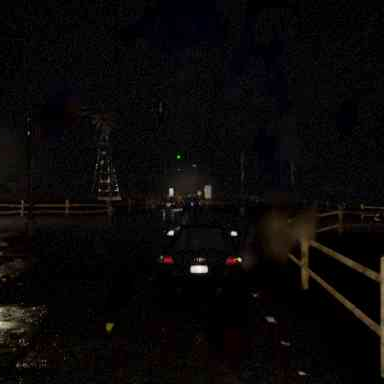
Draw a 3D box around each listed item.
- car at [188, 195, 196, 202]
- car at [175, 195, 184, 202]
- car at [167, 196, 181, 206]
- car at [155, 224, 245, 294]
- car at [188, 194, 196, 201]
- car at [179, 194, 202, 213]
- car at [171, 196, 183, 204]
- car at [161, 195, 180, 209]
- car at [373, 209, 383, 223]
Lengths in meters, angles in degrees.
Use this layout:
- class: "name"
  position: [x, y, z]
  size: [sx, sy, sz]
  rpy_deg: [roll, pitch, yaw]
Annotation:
- class: "car"
  position: [-0.004, 1.473, 73.685]
  size: [1.812, 1.442, 4.674]
  rpy_deg: [0, 0, 0]
- class: "car"
  position: [-2.754, 1.420, 72.801]
  size: [1.882, 1.535, 5.008]
  rpy_deg: [0, 0, 0]
- class: "car"
  position: [-2.797, 1.390, 52.720]
  size: [1.882, 1.535, 5.008]
  rpy_deg: [0, 0, 1]
- class: "car"
  position: [0.265, 1.530, 8.752]
  size: [1.994, 1.385, 4.181]
  rpy_deg: [0, 0, 3]
- class: "car"
  position: [-0.001, 1.335, 83.845]
  size: [2.097, 1.767, 4.553]
  rpy_deg: [0, 0, 0]
- class: "car"
  position: [0.042, 1.262, 35.712]
  size: [2.097, 1.767, 4.553]
  rpy_deg: [0, 0, 0]
- class: "car"
  position: [-2.755, 1.489, 62.672]
  size: [1.994, 1.385, 4.181]
  rpy_deg: [0, 0, 0]
- class: "car"
  position: [-2.847, 1.400, 42.917]
  size: [2.128, 1.511, 4.902]
  rpy_deg: [0, 0, 0]
- class: "car"
  position: [16.292, 1.558, 25.148]
  size: [4.553, 1.767, 2.097]
  rpy_deg: [1, -1, 0]
